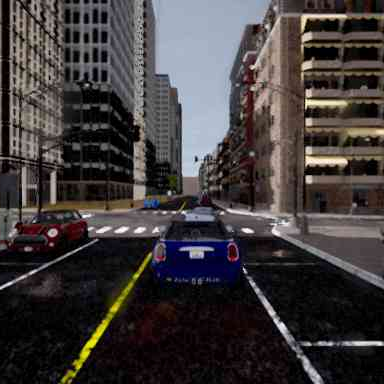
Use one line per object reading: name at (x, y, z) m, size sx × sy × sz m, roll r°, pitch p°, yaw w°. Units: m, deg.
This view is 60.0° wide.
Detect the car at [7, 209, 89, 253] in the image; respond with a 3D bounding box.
car at (-5.688, 1.469, 13.558) m, size 1.967 × 1.590 × 4.097 m, roll 0°, pitch 0°, yaw 0°

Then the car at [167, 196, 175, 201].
car at (-5.670, 1.752, 90.269) m, size 1.752 × 1.417 × 4.829 m, roll 0°, pitch 0°, yaw 0°

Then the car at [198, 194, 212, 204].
car at (2.704, 1.463, 62.684) m, size 2.192 × 1.841 × 5.009 m, roll 0°, pitch 0°, yaw 0°

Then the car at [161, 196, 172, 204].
car at (-5.675, 1.688, 68.065) m, size 1.752 × 1.417 × 4.829 m, roll 0°, pitch 0°, yaw 0°

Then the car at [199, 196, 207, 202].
car at (2.709, 1.761, 84.886) m, size 2.008 × 1.369 × 4.403 m, roll 0°, pitch 0°, yaw 0°

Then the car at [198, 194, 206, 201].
car at (2.710, 1.542, 90.438) m, size 2.192 × 1.841 × 5.009 m, roll 0°, pitch 0°, yaw 0°

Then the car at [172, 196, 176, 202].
car at (-5.672, 1.651, 84.888) m, size 1.967 × 1.590 × 4.097 m, roll 0°, pitch 0°, yaw 0°

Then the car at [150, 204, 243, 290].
car at (0.102, 1.372, 9.281) m, size 2.097 × 1.767 × 4.553 m, roll 0°, pitch 0°, yaw 0°

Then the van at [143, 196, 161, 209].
van at (-5.680, 1.445, 46.032) m, size 1.690 × 1.788 × 3.998 m, roll 0°, pitch 0°, yaw 0°

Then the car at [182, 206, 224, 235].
car at (0.765, 1.622, 19.915) m, size 1.994 × 1.385 × 4.181 m, roll 1°, pitch -1°, yaw 9°

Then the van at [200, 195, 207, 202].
van at (2.707, 1.535, 79.337) m, size 1.690 × 1.788 × 3.998 m, roll 0°, pitch 0°, yaw 0°
